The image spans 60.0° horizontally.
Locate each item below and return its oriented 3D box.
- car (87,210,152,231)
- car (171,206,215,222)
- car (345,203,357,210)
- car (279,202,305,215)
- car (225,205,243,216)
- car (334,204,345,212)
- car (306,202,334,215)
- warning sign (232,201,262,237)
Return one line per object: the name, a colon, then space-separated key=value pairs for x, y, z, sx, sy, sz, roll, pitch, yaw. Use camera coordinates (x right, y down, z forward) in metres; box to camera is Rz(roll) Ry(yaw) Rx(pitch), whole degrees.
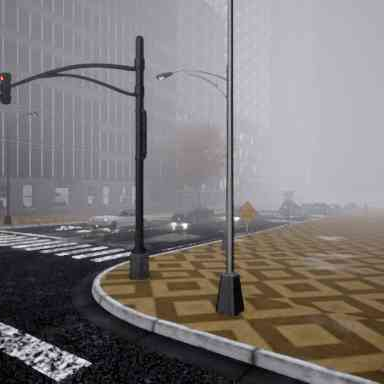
car: x=-4.993 y=1.925 z=23.491 sx=1.895 sy=1.301 sz=4.718 roll=0 pitch=-1 yaw=33
car: x=0.272 y=2.046 z=31.686 sx=2.033 sy=1.411 sz=5.357 roll=0 pitch=-1 yaw=33
car: x=31.350 y=2.837 z=65.789 sx=1.812 sy=1.442 sz=4.674 roll=0 pitch=-1 yaw=33
car: x=13.740 y=2.205 z=46.384 sx=2.097 sy=1.767 sz=4.553 roll=0 pitch=-1 yaw=33
car: x=5.640 y=2.240 z=40.029 sx=1.994 sy=1.385 sz=4.181 roll=0 pitch=-1 yaw=33
car: x=23.749 y=2.641 z=55.874 sx=2.033 sy=1.411 sz=5.357 roll=0 pitch=-1 yaw=33
car: x=18.295 y=2.267 z=47.375 sx=2.097 sy=1.767 sz=4.553 roll=0 pitch=-1 yaw=33
warning sign: x=3.092 y=1.454 z=18.559 sx=1.300 sy=1.860 sz=1.060 roll=1 pitch=1 yaw=33
